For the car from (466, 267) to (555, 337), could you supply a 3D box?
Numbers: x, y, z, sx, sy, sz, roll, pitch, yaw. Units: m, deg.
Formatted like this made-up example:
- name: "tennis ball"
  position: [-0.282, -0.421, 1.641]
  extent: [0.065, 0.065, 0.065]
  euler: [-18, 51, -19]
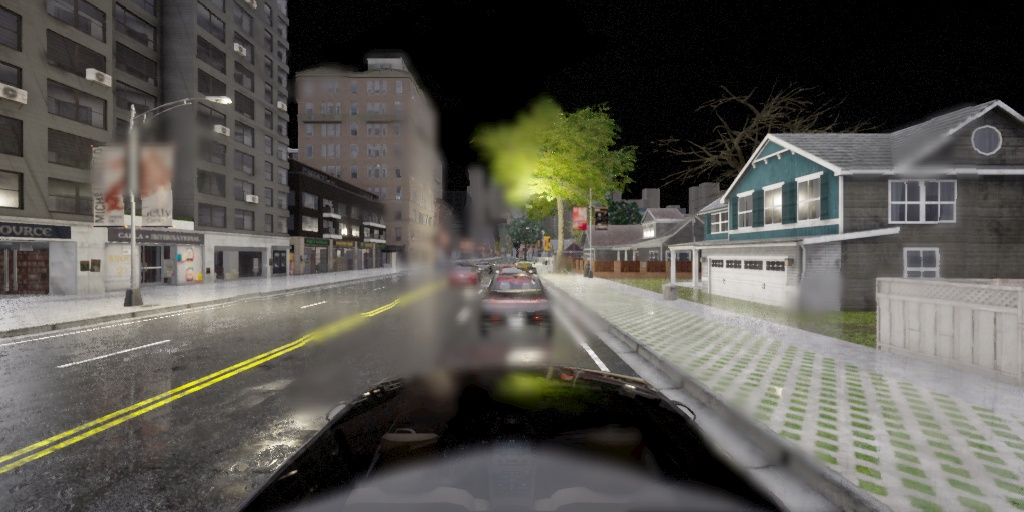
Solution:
- name: "car"
  position: [0.111, 1.239, 10.312]
  extent: [2.128, 1.511, 4.902]
  euler: [0, 0, 0]

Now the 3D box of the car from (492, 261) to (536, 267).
- name: "car"
  position: [0.118, 1.219, 19.816]
  extent: [1.882, 1.535, 5.008]
  euler: [0, 0, 0]

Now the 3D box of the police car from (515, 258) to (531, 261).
- name: "police car"
  position: [1.002, 1.156, 29.545]
  extent: [1.930, 1.638, 5.238]
  euler: [0, 0, 0]

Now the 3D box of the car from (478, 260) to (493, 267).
- name: "car"
  position: [-3.112, 1.207, 40.719]
  extent: [2.128, 1.511, 4.902]
  euler: [0, 0, 0]

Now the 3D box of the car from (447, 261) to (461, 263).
- name: "car"
  position: [-6.557, 1.274, 45.168]
  extent: [1.994, 1.385, 4.181]
  euler: [0, 0, 0]

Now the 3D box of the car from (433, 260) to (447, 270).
- name: "car"
  position: [-9.800, 1.228, 50.613]
  extent: [1.812, 1.442, 4.674]
  euler: [0, 0, 0]

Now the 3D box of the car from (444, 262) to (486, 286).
- name: "car"
  position: [-3.127, 1.299, 24.833]
  extent: [1.994, 1.385, 4.181]
  euler: [0, 0, 0]
